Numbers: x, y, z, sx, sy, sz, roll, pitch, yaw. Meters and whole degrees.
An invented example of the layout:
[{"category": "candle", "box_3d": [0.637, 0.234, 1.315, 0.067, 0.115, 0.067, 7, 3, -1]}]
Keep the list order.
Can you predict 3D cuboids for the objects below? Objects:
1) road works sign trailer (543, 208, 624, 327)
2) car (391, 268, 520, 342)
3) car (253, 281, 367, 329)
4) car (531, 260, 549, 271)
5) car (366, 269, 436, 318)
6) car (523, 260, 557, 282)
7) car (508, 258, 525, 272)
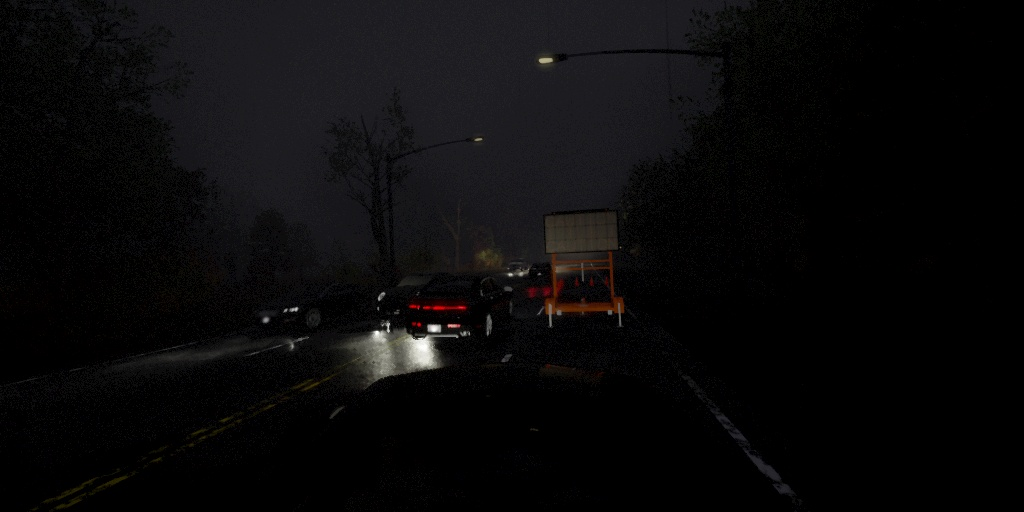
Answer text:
[{"category": "road works sign trailer", "box_3d": [2.402, 0.289, 11.845, 2.380, 3.560, 2.880, 0, 0, 11]}, {"category": "car", "box_3d": [-1.181, 1.257, 9.899, 1.837, 1.490, 4.892, 0, 0, 11]}, {"category": "car", "box_3d": [-7.318, 1.753, 13.726, 2.128, 1.511, 4.902, -3, 0, 11]}, {"category": "car", "box_3d": [4.441, 1.501, 56.415, 2.128, 1.511, 4.902, -3, 0, 12]}, {"category": "car", "box_3d": [-3.751, 1.467, 15.099, 2.097, 1.767, 4.553, -3, 0, 11]}, {"category": "car", "box_3d": [2.535, 1.324, 29.184, 2.128, 1.511, 4.902, -2, -5, 11]}, {"category": "car", "box_3d": [0.864, 1.383, 55.188, 2.150, 2.045, 5.566, -3, -1, 11]}]
